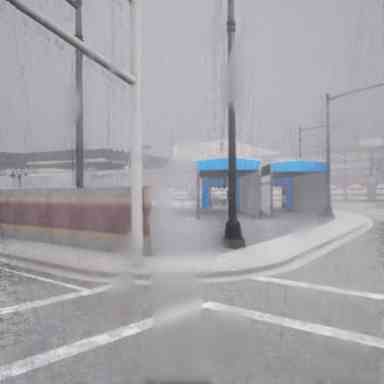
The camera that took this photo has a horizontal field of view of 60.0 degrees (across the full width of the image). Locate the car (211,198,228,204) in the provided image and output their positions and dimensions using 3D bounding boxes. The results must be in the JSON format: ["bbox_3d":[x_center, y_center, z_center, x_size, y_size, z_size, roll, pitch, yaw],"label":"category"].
[{"bbox_3d":[5.624,1.774,67.821,4.718,1.301,1.895,-1,0,37],"label":"car"}]
